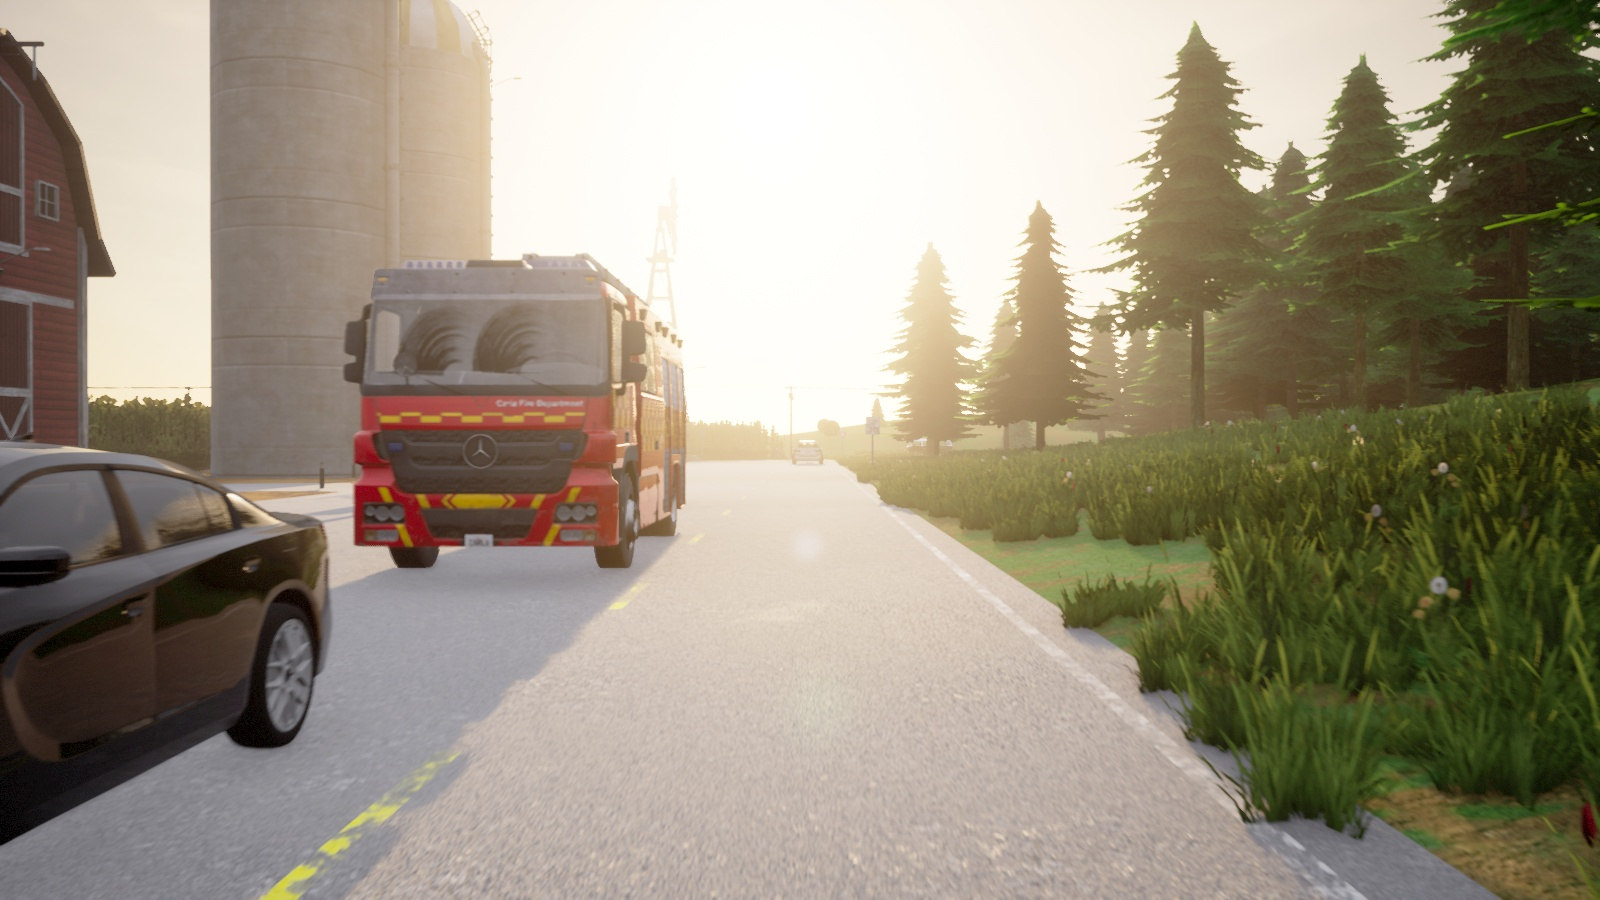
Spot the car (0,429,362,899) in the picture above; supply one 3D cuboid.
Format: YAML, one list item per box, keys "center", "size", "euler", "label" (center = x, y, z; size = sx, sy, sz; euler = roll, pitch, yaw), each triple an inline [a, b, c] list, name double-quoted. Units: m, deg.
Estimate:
- center: [-3.457, 0.695, 4.685]
  size: [1.882, 1.535, 5.008]
  euler: [0, 0, 0]
  label: "car"

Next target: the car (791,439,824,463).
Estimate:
- center: [0.545, 0.088, 89.372]
  size: [2.242, 1.667, 4.611]
  euler: [0, 0, 0]
  label: "car"

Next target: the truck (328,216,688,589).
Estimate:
- center: [-3.382, -0.518, 17.151]
  size: [2.891, 3.827, 8.468]
  euler: [0, 0, 0]
  label: "truck"
